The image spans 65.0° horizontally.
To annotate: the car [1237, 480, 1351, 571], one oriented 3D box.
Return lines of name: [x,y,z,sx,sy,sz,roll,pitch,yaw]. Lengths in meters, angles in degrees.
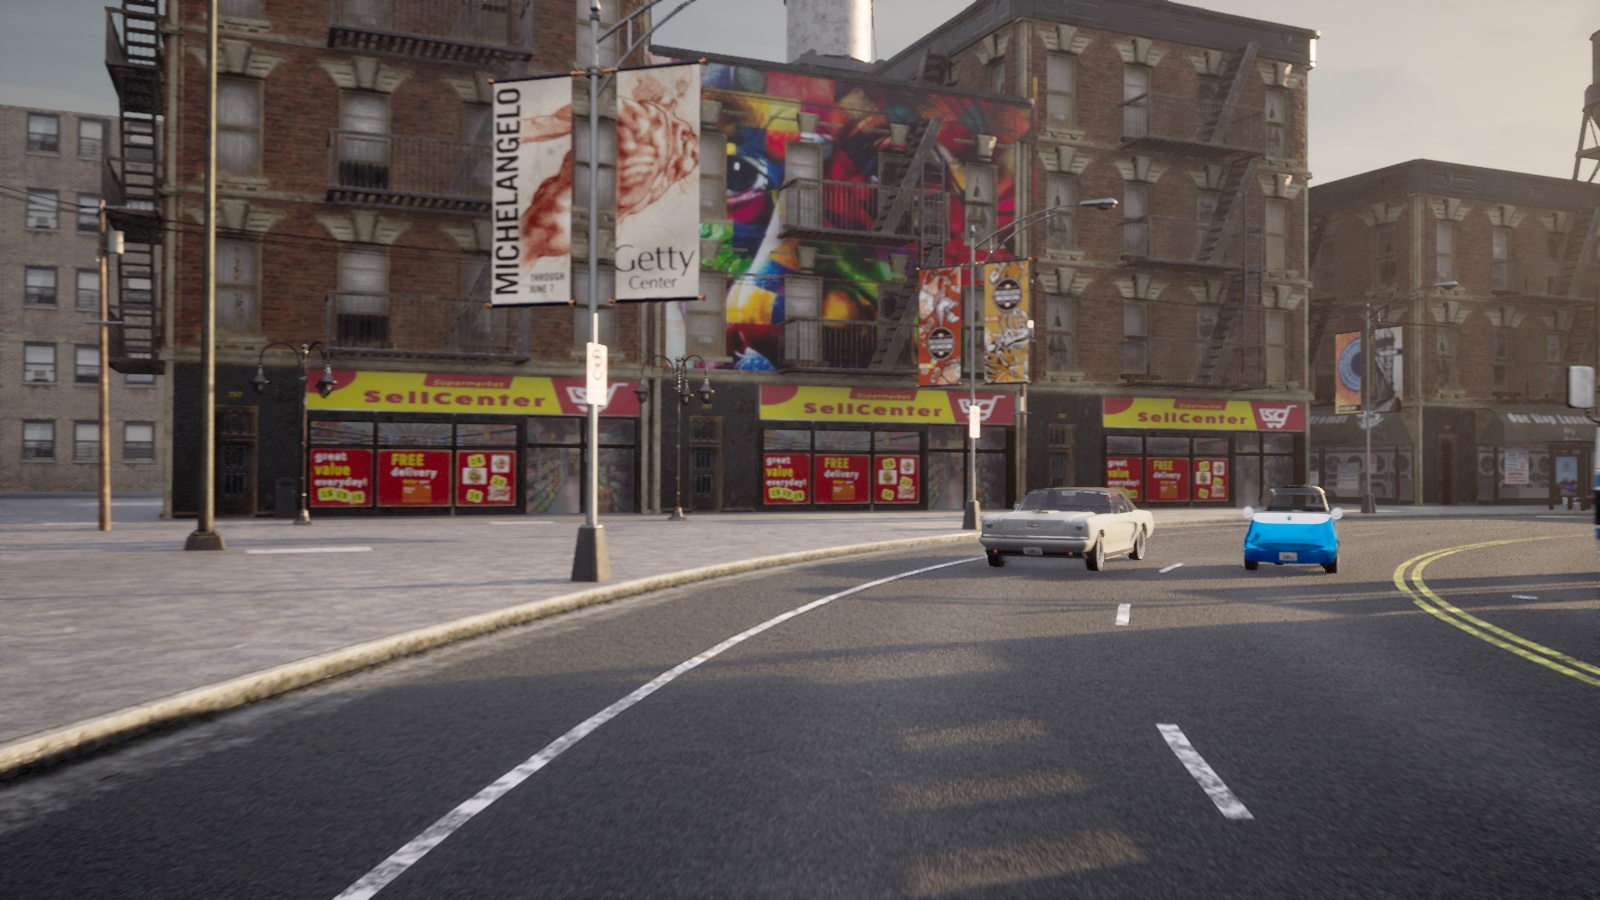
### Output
car: [8.070,1.185,20.424,1.481,1.376,2.207,-1,-1,28]

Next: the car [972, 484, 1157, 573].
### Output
car: [4.659,1.261,21.566,1.895,1.301,4.718,-1,-1,27]

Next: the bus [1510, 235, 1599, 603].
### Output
bus: [11.155,-0.411,11.214,3.944,4.253,10.273,0,-1,1]
